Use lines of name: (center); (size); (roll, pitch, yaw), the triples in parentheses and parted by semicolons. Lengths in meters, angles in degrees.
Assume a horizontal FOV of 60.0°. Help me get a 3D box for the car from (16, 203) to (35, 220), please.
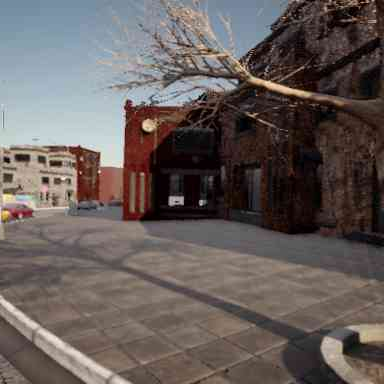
car: (-15.659, 1.715, 29.696); (1.812, 1.442, 4.674); (1, -1, -5)

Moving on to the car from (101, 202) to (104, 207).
car: (-18.336, 2.161, 63.136); (1.994, 1.385, 4.181); (1, -1, 5)

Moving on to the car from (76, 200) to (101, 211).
car: (-15.850, 2.047, 50.295); (1.994, 1.385, 4.181); (1, -1, 5)

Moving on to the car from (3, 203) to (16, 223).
car: (-14.882, 1.580, 24.325); (1.801, 1.575, 5.366); (1, -1, -12)

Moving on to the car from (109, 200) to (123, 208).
car: (-14.714, 2.233, 64.339); (1.812, 1.442, 4.674); (1, -1, 5)
